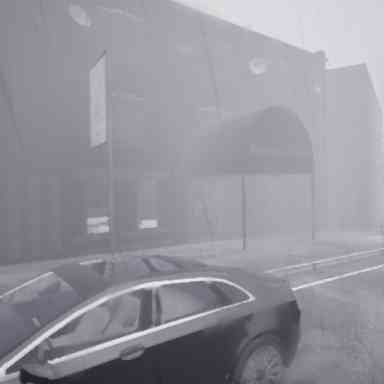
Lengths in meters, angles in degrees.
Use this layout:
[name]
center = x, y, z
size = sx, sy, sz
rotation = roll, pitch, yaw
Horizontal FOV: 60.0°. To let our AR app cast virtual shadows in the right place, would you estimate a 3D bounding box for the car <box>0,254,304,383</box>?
[car]
center = -0.938, 1.491, 3.329
size = 4.902, 1.511, 2.128
rotation = 0, 0, -36
